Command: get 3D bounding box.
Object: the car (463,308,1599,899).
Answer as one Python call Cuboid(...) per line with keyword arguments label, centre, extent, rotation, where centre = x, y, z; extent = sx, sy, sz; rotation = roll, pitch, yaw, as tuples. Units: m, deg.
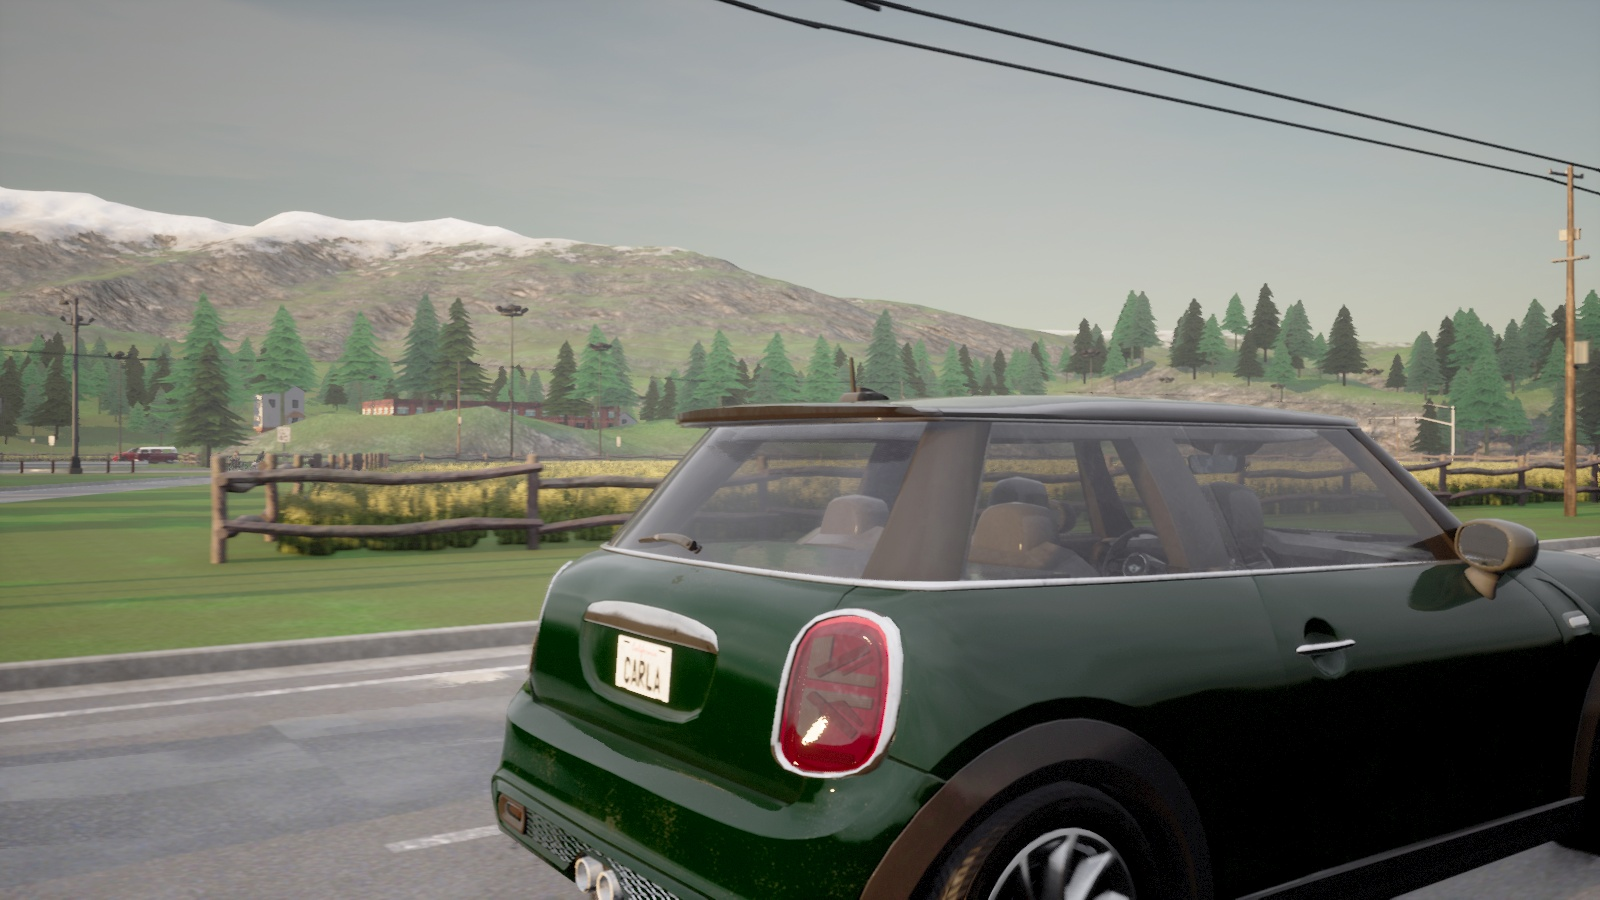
Cuboid(label="car", centre=(1.353, 0.610, 4.601), extent=(4.553, 1.767, 2.097), rotation=(0, 0, -35))
